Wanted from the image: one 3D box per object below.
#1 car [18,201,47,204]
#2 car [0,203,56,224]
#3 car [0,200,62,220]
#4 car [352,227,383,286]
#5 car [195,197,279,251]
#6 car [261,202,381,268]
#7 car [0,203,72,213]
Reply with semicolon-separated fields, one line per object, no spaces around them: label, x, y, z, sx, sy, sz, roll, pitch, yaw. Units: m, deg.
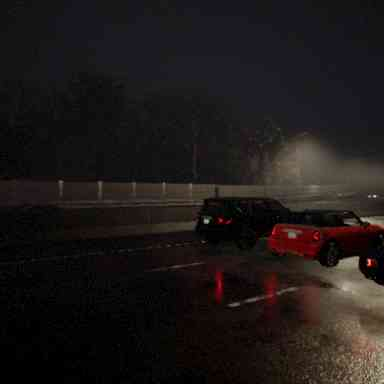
car;-10.394;1.524;22.359;4.674;1.442;1.812;0;0;-36
car;-12.666;1.561;25.051;4.181;1.385;1.994;0;0;-35
car;-13.977;1.489;28.415;4.902;1.511;2.128;0;0;-35
car;6.168;1.603;8.150;4.718;1.301;1.895;0;0;-35
car;2.740;1.223;14.302;5.566;2.045;2.150;0;0;-36
car;4.818;1.354;11.484;4.553;1.767;2.097;0;0;-36
car;-8.649;1.562;19.318;4.181;1.385;1.994;0;0;-35
